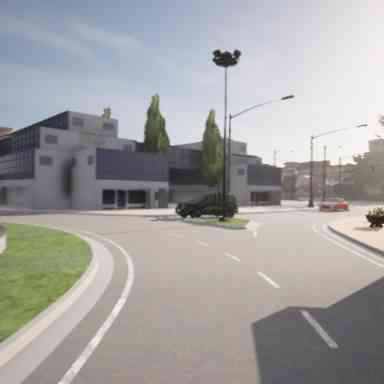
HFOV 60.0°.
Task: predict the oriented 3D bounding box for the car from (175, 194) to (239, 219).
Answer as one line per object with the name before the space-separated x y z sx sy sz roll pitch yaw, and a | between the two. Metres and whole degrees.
car | 1.347 1.173 28.144 5.566 2.045 2.150 1 0 -29

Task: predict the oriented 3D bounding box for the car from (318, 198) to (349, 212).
car | 17.383 1.499 40.794 4.553 1.767 2.097 1 0 -43
